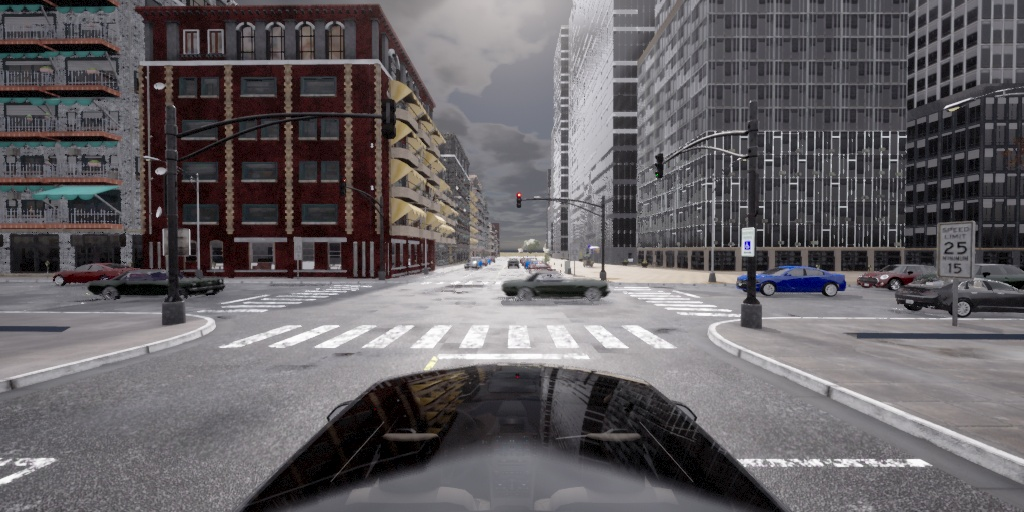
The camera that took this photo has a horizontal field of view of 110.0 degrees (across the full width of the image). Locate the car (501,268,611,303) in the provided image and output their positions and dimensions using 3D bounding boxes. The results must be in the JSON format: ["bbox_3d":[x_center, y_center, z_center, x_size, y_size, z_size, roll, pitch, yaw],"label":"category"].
[{"bbox_3d":[1.920,1.344,16.072,4.718,1.301,1.895,0,0,1],"label":"car"}]

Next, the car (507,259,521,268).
[{"bbox_3d":[0.239,1.191,61.046,1.837,1.490,4.892,0,0,0],"label":"car"}]

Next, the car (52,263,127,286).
[{"bbox_3d":[-25.808,1.110,22.397,4.507,1.381,1.888,0,0,1],"label":"car"}]

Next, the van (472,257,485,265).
[{"bbox_3d":[-5.565,1.036,56.010,1.690,1.789,3.998,0,0,0],"label":"van"}]

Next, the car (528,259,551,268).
[{"bbox_3d":[2.731,1.271,33.440,1.888,1.381,4.507,0,0,0],"label":"car"}]

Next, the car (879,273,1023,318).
[{"bbox_3d":[16.741,1.445,13.100,4.403,1.370,2.007,0,0,1],"label":"car"}]

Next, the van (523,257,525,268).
[{"bbox_3d":[2.771,1.044,50.378,1.690,1.789,3.998,0,0,0],"label":"van"}]

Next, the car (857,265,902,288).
[{"bbox_3d":[23.420,1.230,21.632,4.097,1.591,1.967,0,0,1],"label":"car"}]

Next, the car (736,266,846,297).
[{"bbox_3d":[14.687,1.270,19.046,5.008,1.535,1.882,0,1,2],"label":"car"}]

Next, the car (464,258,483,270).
[{"bbox_3d":[-5.577,1.269,50.364,1.948,1.339,4.313,0,0,0],"label":"car"}]

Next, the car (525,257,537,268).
[{"bbox_3d":[2.744,1.159,39.086,1.967,1.591,4.097,0,0,0],"label":"car"}]

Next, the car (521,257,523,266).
[{"bbox_3d":[2.784,1.240,56.024,1.888,1.381,4.507,0,0,0],"label":"car"}]

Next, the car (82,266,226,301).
[{"bbox_3d":[-16.006,1.302,16.364,4.718,1.301,1.895,0,1,0],"label":"car"}]

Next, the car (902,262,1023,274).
[{"bbox_3d":[24.146,1.189,18.886,4.553,1.767,2.097,0,1,1],"label":"car"}]
